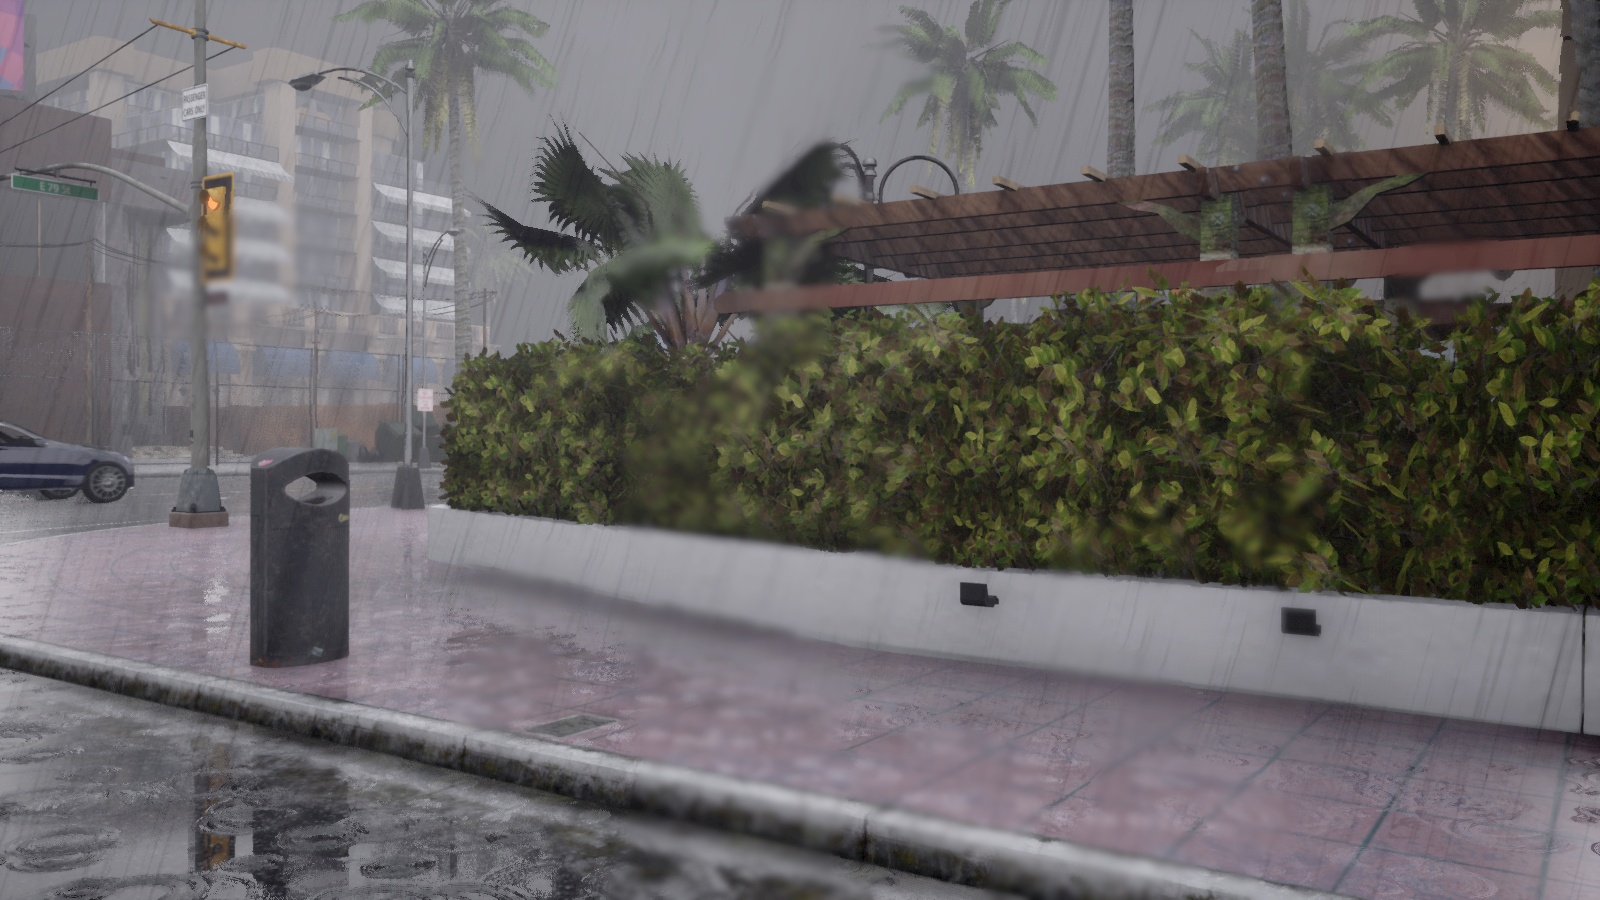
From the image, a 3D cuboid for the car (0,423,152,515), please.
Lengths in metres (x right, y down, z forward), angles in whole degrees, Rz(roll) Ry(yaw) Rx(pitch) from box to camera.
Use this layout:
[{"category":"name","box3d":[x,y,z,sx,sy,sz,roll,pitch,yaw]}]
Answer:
[{"category":"car","box3d":[-15.113,0.329,23.329,2.152,1.651,5.027,0,1,35]}]
